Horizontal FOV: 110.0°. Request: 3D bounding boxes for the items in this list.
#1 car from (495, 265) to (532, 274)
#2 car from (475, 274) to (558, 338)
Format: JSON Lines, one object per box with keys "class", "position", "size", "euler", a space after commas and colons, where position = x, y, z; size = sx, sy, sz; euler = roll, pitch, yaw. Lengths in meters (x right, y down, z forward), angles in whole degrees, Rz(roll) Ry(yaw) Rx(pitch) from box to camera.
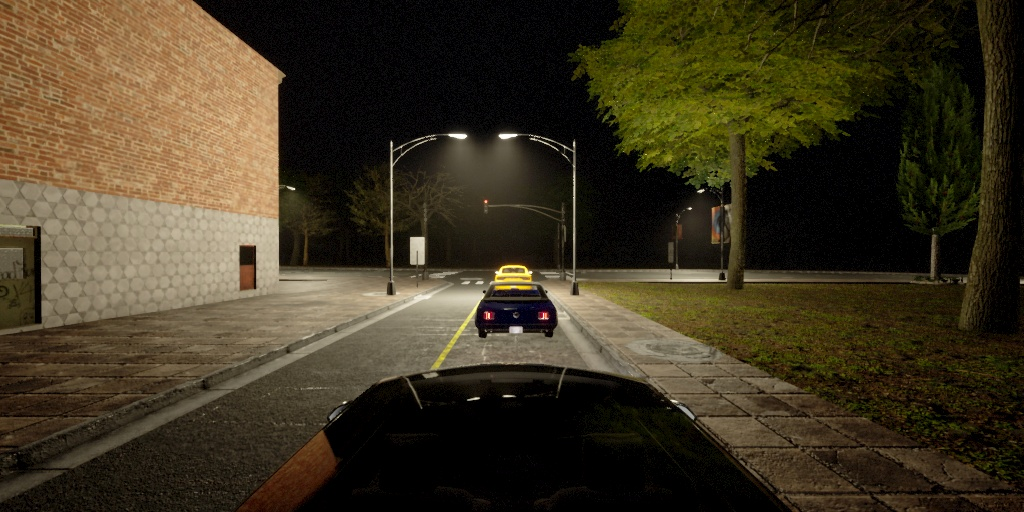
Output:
{"class": "car", "position": [0.091, 1.255, 19.519], "size": [1.882, 1.535, 5.008], "euler": [0, 0, 1]}
{"class": "car", "position": [0.094, 1.356, 10.174], "size": [1.895, 1.301, 4.718], "euler": [0, 0, 0]}
